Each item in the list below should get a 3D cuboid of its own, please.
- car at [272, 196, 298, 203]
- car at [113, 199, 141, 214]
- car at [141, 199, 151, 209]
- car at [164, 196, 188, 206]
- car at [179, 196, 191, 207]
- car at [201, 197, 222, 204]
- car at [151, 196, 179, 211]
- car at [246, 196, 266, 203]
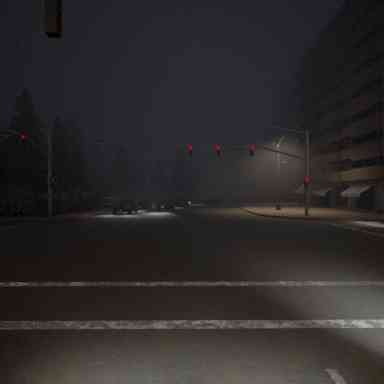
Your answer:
[{"bbox_3d":[18.502,1.478,67.553,5.008,1.535,1.882,0,0,-33],"label":"car"},{"bbox_3d":[-6.955,1.526,35.051,1.812,1.442,4.674,0,0,2],"label":"car"},{"bbox_3d":[-6.410,1.601,44.129,1.895,1.301,4.718,0,0,6],"label":"car"},{"bbox_3d":[-2.764,1.491,57.889,2.128,1.511,4.902,0,0,25],"label":"car"},{"bbox_3d":[-1.724,1.547,51.063,2.033,1.411,5.357,0,0,16],"label":"car"},{"bbox_3d":[3.715,1.601,62.468,1.895,1.301,4.718,0,0,35],"label":"car"},{"bbox_3d":[-3.219,1.491,40.634,2.128,1.511,4.902,0,0,4],"label":"car"},{"bbox_3d":[13.138,1.477,68.040,5.008,1.535,1.882,0,0,-41],"label":"car"}]
